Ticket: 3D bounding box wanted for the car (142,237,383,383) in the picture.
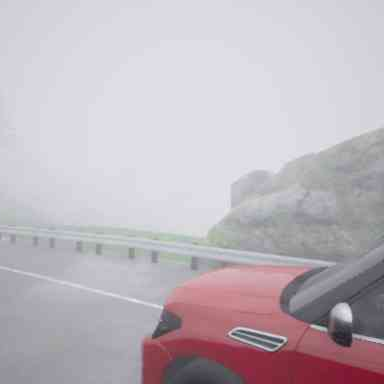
[{"bbox_3d":[2.176,1.223,2.351,5.566,2.045,2.150,1,0,35],"label":"car"}]
